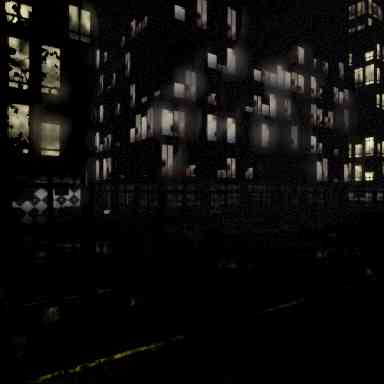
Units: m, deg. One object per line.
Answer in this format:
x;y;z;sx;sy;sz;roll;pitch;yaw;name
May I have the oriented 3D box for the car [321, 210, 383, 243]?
8.140;1.563;16.226;4.313;1.339;1.947;0;0;-36;car
